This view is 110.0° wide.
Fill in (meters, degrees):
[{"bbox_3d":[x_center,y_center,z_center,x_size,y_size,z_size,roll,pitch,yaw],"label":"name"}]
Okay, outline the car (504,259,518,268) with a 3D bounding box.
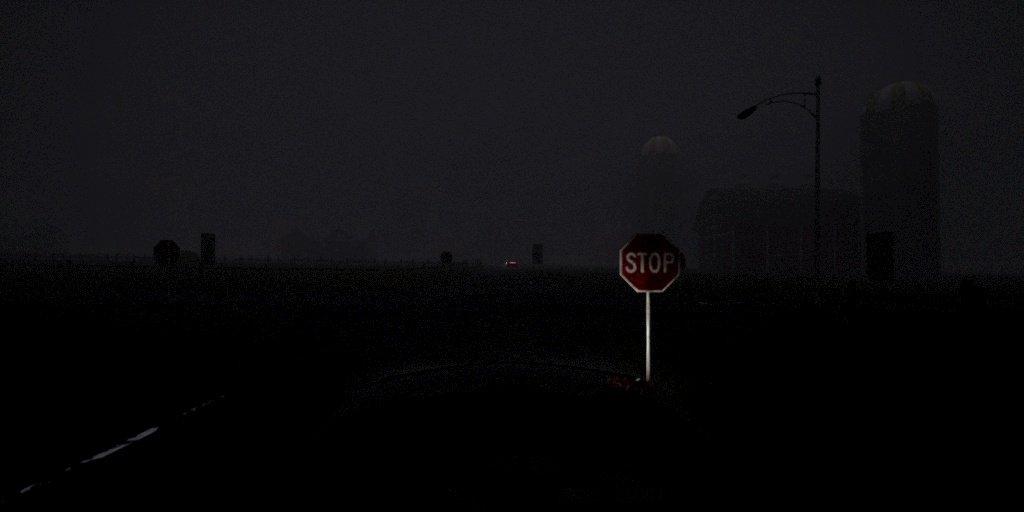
[{"bbox_3d":[0.075,1.306,61.498,2.128,1.511,4.902,0,0,-2],"label":"car"}]
